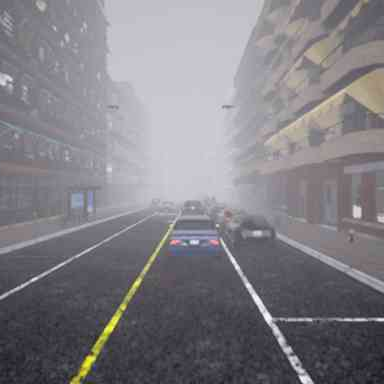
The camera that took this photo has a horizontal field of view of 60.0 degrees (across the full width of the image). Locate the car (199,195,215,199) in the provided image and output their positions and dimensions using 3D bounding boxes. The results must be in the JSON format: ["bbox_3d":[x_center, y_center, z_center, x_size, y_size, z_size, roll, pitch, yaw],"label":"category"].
[{"bbox_3d":[2.547,1.562,48.884,2.192,1.841,5.009,-1,0,0],"label":"car"}]

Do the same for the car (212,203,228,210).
[{"bbox_3d":[2.525,1.647,20.561,1.887,1.381,4.507,-1,0,0],"label":"car"}]

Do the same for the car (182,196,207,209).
[{"bbox_3d":[0.096,1.514,32.334,2.097,1.767,4.553,0,0,0],"label":"car"}]

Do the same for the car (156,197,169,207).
[{"bbox_3d":[-5.320,1.749,60.421,1.967,1.590,4.097,-1,0,0],"label":"car"}]

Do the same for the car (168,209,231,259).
[{"bbox_3d":[0.088,1.610,12.757,2.033,1.411,5.357,0,0,0],"label":"car"}]

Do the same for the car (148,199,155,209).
[{"bbox_3d":[-5.321,1.689,49.118,1.967,1.590,4.097,-1,0,0],"label":"car"}]

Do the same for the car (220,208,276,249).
[{"bbox_3d":[2.525,1.639,14.897,1.947,1.339,4.313,-1,0,0],"label":"car"}]

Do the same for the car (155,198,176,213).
[{"bbox_3d":[-2.843,1.745,39.421,2.033,1.411,5.357,0,0,0],"label":"car"}]

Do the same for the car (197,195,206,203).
[{"bbox_3d":[2.277,1.651,81.558,2.150,2.045,5.566,0,0,0],"label":"car"}]

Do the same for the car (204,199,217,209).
[{"bbox_3d":[2.526,1.710,31.890,2.008,1.369,4.403,-1,0,0],"label":"car"}]
